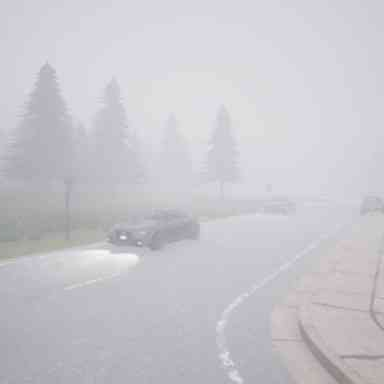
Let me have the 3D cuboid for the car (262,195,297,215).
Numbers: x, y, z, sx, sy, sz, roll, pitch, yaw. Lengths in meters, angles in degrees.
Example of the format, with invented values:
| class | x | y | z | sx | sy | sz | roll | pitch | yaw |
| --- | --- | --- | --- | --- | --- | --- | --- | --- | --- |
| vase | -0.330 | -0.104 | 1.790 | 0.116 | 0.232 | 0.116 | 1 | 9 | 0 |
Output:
| class | x | y | z | sx | sy | sz | roll | pitch | yaw |
| --- | --- | --- | --- | --- | --- | --- | --- | --- | --- |
| car | 7.371 | 1.056 | 27.798 | 1.837 | 1.490 | 4.892 | 1 | 2 | 31 |

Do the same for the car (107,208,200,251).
| class | x | y | z | sx | sy | sz | roll | pitch | yaw |
| --- | --- | --- | --- | --- | --- | --- | --- | --- | --- |
| car | -1.368 | 1.361 | 13.265 | 1.994 | 1.385 | 4.181 | 1 | 2 | 31 |

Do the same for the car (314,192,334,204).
| class | x | y | z | sx | sy | sz | roll | pitch | yaw |
| --- | --- | --- | --- | --- | --- | --- | --- | --- | --- |
| car | 18.119 | 0.785 | 45.494 | 1.812 | 1.442 | 4.674 | 1 | 1 | 31 |

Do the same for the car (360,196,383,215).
| class | x | y | z | sx | sy | sz | roll | pitch | yaw |
| --- | --- | --- | --- | --- | --- | --- | --- | --- | --- |
| car | 15.086 | 1.052 | 27.882 | 1.816 | 1.474 | 4.193 | -6 | -2 | 29 |
